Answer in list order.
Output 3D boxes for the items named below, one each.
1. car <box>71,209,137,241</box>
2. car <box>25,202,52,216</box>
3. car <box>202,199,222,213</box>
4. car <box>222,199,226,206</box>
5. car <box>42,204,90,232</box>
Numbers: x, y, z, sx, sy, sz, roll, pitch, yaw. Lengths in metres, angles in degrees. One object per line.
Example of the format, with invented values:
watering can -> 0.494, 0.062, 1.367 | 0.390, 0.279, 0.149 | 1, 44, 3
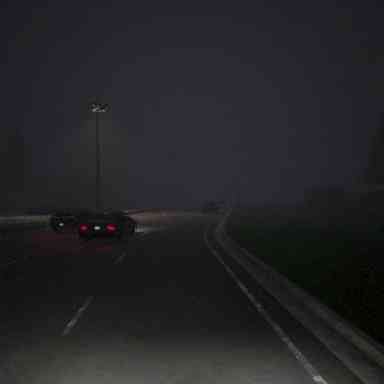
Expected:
car -> -4.280, 1.725, 17.688 | 2.033, 1.411, 5.357 | 0, -1, 1
car -> -17.202, 1.944, 38.386 | 1.812, 1.442, 4.674 | 0, -1, 9
car -> 2.409, 1.919, 43.040 | 2.033, 1.411, 5.357 | 0, 0, 8
car -> 5.656, 2.118, 65.302 | 1.994, 1.385, 4.181 | 0, -1, 9
car -> -7.431, 1.720, 21.900 | 2.128, 1.511, 4.902 | 0, -1, 5
